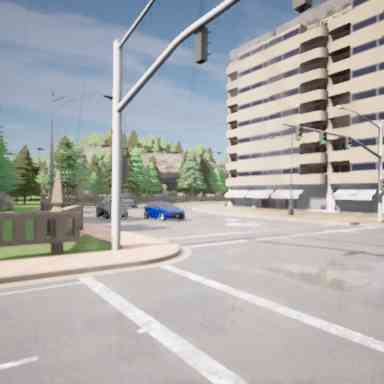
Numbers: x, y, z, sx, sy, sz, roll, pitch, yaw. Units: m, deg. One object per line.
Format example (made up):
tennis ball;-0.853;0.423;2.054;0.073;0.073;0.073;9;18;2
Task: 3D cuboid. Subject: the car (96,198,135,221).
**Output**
car;-6.848;1.547;28.308;2.128;1.511;4.902;1;0;-29

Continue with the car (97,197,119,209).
car;-12.586;1.616;50.096;1.882;1.535;5.008;0;0;1

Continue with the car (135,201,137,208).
car;-9.082;1.683;48.147;1.812;1.442;4.674;0;0;-1

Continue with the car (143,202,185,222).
car;-2.373;1.568;27.522;1.882;1.535;5.008;1;0;-31
